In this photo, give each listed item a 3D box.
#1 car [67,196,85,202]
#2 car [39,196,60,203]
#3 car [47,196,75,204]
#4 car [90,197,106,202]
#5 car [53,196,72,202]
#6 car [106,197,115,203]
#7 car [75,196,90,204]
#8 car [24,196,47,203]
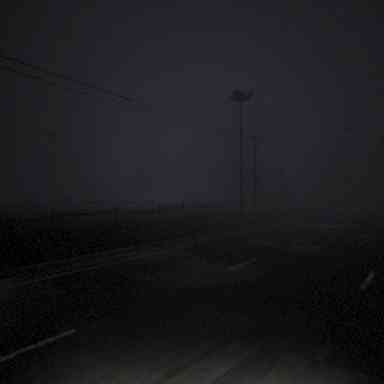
[{"bbox_3d":[-28.503,1.701,81.405,4.674,1.442,1.812,0,0,35],"label":"car"},{"bbox_3d":[-32.545,1.691,75.689,4.902,1.511,2.128,0,0,35],"label":"car"},{"bbox_3d":[-26.354,1.549,67.027,4.553,1.767,2.097,0,0,35],"label":"car"},{"bbox_3d":[-21.916,1.747,72.461,5.357,1.411,2.033,0,0,35],"label":"car"},{"bbox_3d":[-30.524,1.670,78.547,4.892,1.490,1.837,0,0,35],"label":"car"},{"bbox_3d":[-19.897,1.754,75.320,5.357,1.411,2.033,0,0,35],"label":"car"},{"bbox_3d":[-24.223,1.725,69.806,4.674,1.442,1.812,0,0,35],"label":"car"},{"bbox_3d":[-34.566,1.701,72.832,5.357,1.411,2.033,0,0,35],"label":"car"}]
